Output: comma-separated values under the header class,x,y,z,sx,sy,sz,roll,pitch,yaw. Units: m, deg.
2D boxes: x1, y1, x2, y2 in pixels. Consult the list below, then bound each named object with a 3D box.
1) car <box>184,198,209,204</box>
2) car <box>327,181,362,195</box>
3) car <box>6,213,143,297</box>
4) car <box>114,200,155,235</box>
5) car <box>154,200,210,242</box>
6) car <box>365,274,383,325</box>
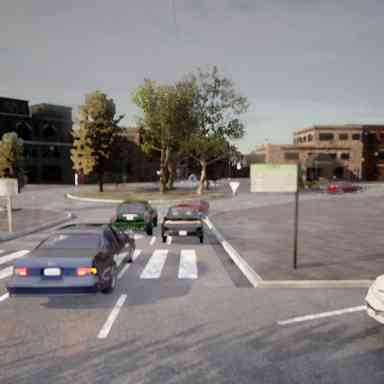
class,x,y,z,sx,sy,sz,roll,pitch,yaw
car,0.226,1.124,26.899,1.895,1.301,4.718,1,3,12
car,20.872,-0.700,45.431,4.553,1.767,2.097,-3,6,-19
car,-2.682,1.519,8.675,2.033,1.411,5.357,0,0,-2
car,-3.033,1.219,18.116,2.097,1.767,4.553,0,1,-1
car,-0.460,1.409,15.979,2.128,1.511,4.902,0,1,-2
car,5.032,1.495,5.373,4.674,1.452,2.002,1,0,-22
